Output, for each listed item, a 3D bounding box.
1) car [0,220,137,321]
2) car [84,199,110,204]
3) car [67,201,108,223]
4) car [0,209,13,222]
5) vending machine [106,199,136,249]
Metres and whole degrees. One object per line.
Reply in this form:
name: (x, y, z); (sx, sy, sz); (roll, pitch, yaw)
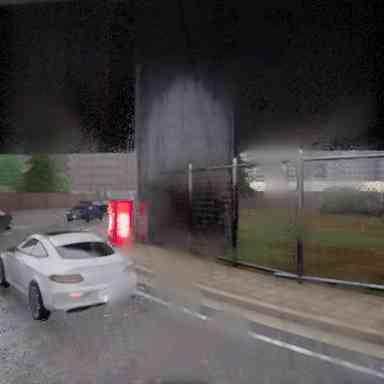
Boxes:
car: (-2.952, 1.596, 7.507); (1.812, 1.442, 4.674); (1, -1, -40)
car: (-11.439, 1.715, 37.823); (2.097, 1.767, 4.553); (0, -1, 7)
car: (-9.112, 1.797, 28.574); (1.812, 1.442, 4.674); (0, -1, 4)
car: (-12.135, 1.650, 19.650); (1.837, 1.490, 4.892); (0, 0, -12)
vending machine: (-3.126, 1.347, 14.544); (1.100, 2.100, 0.880); (1, -1, -26)
